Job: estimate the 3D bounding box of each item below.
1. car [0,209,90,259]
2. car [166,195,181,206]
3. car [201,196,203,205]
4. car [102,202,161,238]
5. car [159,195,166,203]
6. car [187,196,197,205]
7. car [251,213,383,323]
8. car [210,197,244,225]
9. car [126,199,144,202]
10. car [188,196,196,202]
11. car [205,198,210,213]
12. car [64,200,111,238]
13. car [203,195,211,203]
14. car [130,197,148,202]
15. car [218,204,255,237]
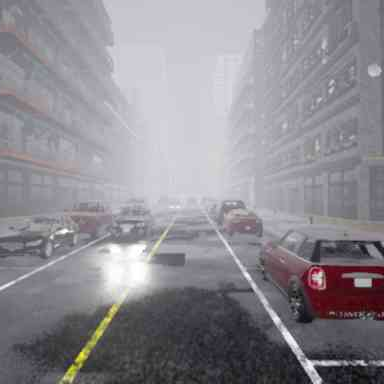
[{"bbox_3d":[-5.677,1.592,12.687,2.008,1.369,4.403,1,0,0],"label":"car"},{"bbox_3d":[-3.039,1.671,60.751,2.128,1.511,4.902,0,0,1],"label":"car"},{"bbox_3d":[2.708,1.500,62.604,2.192,1.841,5.009,1,0,0],"label":"car"},{"bbox_3d":[-3.101,1.548,18.226,2.128,1.511,4.902,0,0,0],"label":"car"},{"bbox_3d":[-5.673,1.515,68.092,2.192,1.841,5.009,1,0,0],"label":"car"},{"bbox_3d":[0.008,1.768,65.119,2.033,1.411,5.357,0,0,0],"label":"car"},{"bbox_3d":[2.706,1.464,7.199,1.967,1.590,4.097,1,0,0],"label":"car"},{"bbox_3d":[2.708,1.388,23.821,2.192,1.841,5.009,1,0,0],"label":"car"},{"bbox_3d":[-5.677,1.615,29.139,1.752,1.417,4.829,1,0,0],"label":"car"},{"bbox_3d":[-0.001,1.649,80.111,2.033,1.411,5.357,0,0,0],"label":"car"},{"bbox_3d":[2.703,1.657,34.901,2.008,1.369,4.403,1,0,0],"label":"car"},{"bbox_3d":[-5.672,1.372,18.228,2.192,1.841,5.009,1,0,0],"label":"car"},{"bbox_3d":[3.000,1.604,49.472,1.801,1.575,5.366,0,0,0],"label":"car"},{"bbox_3d":[-5.672,1.421,34.849,2.192,1.841,5.009,1,0,0],"label":"car"},{"bbox_3d":[2.704,1.602,18.280,1.887,1.381,4.507,1,0,0],"label":"car"}]
